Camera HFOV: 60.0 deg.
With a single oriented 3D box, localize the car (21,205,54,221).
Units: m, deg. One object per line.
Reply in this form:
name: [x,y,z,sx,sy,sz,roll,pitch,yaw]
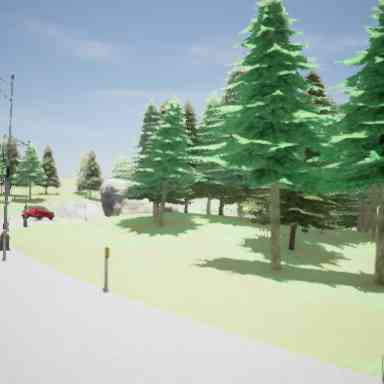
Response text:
car: [-21.457,2.907,46.409,2.150,2.045,5.566,3,-4,6]
